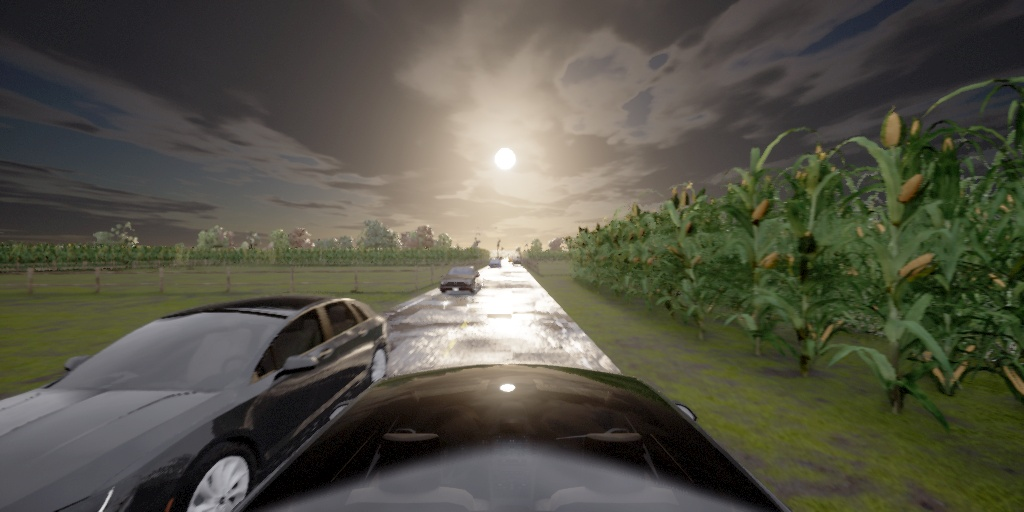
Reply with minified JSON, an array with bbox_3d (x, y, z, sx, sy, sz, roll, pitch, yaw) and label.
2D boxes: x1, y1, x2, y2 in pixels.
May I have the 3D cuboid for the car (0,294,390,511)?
[{"bbox_3d":[-2.849,1.252,3.876,1.837,1.490,4.892,0,0,0],"label":"car"}]

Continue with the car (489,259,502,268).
[{"bbox_3d":[-2.693,1.200,58.185,1.882,1.535,5.008,0,0,1],"label":"car"}]

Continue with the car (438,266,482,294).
[{"bbox_3d":[-2.787,1.292,20.541,2.033,1.411,5.357,0,0,1],"label":"car"}]
